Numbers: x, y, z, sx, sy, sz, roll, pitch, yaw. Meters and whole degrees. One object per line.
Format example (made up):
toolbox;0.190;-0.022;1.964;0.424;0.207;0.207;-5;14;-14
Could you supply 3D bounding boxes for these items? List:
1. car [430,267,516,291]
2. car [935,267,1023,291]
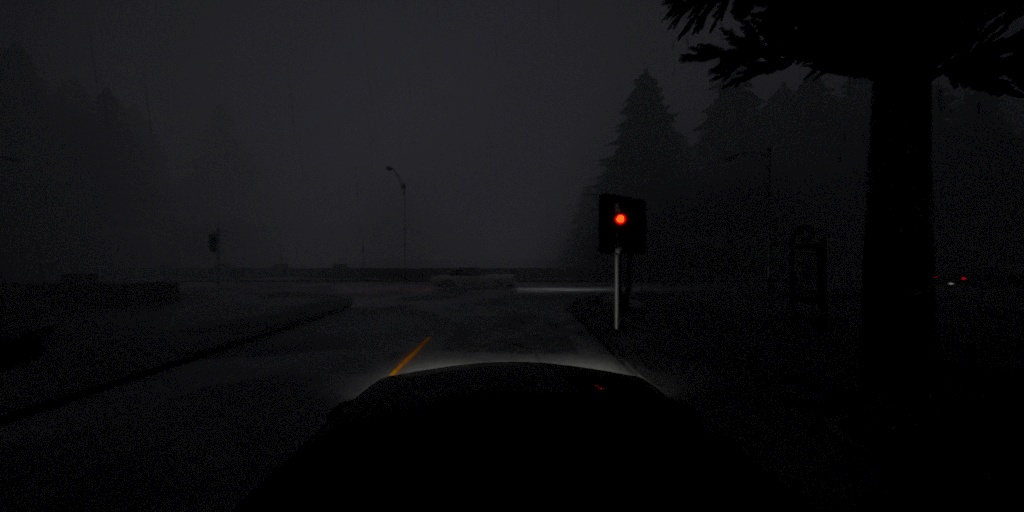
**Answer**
car;-2.132;1.309;20.532;4.718;1.301;1.895;0;0;0
car;27.327;1.295;20.525;4.718;1.301;1.895;0;0;0
